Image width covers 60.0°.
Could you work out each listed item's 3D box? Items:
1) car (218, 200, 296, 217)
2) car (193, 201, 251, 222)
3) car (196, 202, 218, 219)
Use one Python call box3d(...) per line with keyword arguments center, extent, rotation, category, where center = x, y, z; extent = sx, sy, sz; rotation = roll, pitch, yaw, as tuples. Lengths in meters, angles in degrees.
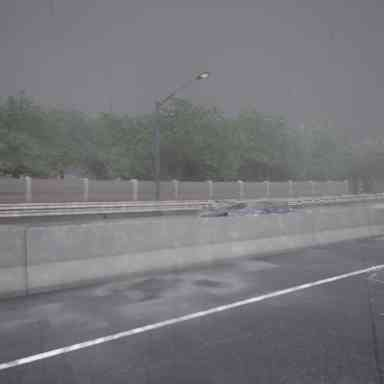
box3d(center=(4.103, 1.329, 19.665), extent=(4.553, 1.767, 2.097), rotation=(0, 0, -35), category="car")
box3d(center=(2.497, 1.489, 27.080), extent=(4.674, 1.442, 1.812), rotation=(0, 0, -34), category="car")
box3d(center=(2.515, 1.479, 22.824), extent=(4.892, 1.490, 1.837), rotation=(0, 0, -35), category="car")
